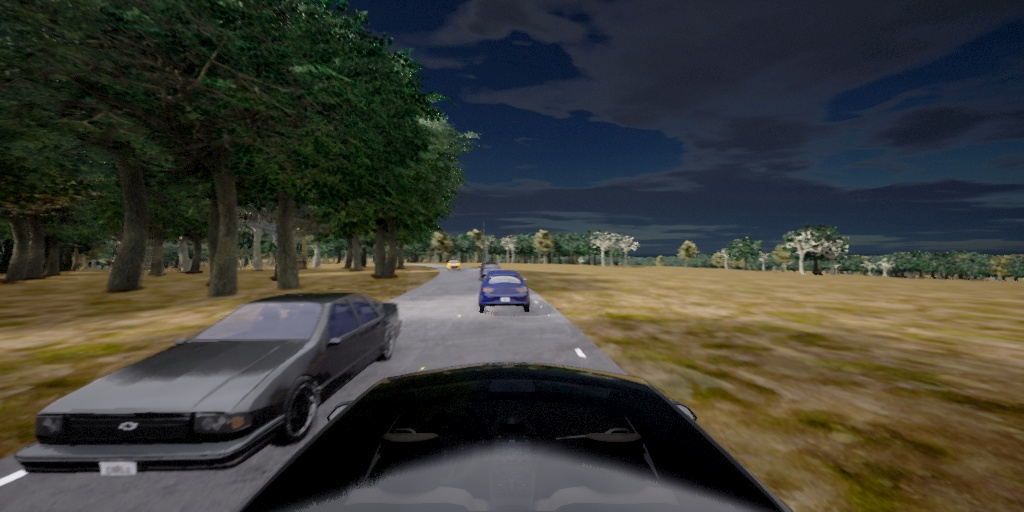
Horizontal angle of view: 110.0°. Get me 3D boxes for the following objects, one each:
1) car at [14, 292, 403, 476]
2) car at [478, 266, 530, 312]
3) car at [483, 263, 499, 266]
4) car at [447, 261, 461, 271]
[{"bbox_3d":[-3.192,1.298,5.497,2.033,1.411,5.357,0,0,-2],"label":"car"},{"bbox_3d":[-0.350,1.278,14.158,1.812,1.442,4.674,0,0,-3],"label":"car"},{"bbox_3d":[-1.936,1.348,32.154,2.033,1.411,5.357,0,0,-7],"label":"car"},{"bbox_3d":[-8.725,1.423,53.890,1.882,1.535,5.008,0,-1,-12],"label":"car"}]
